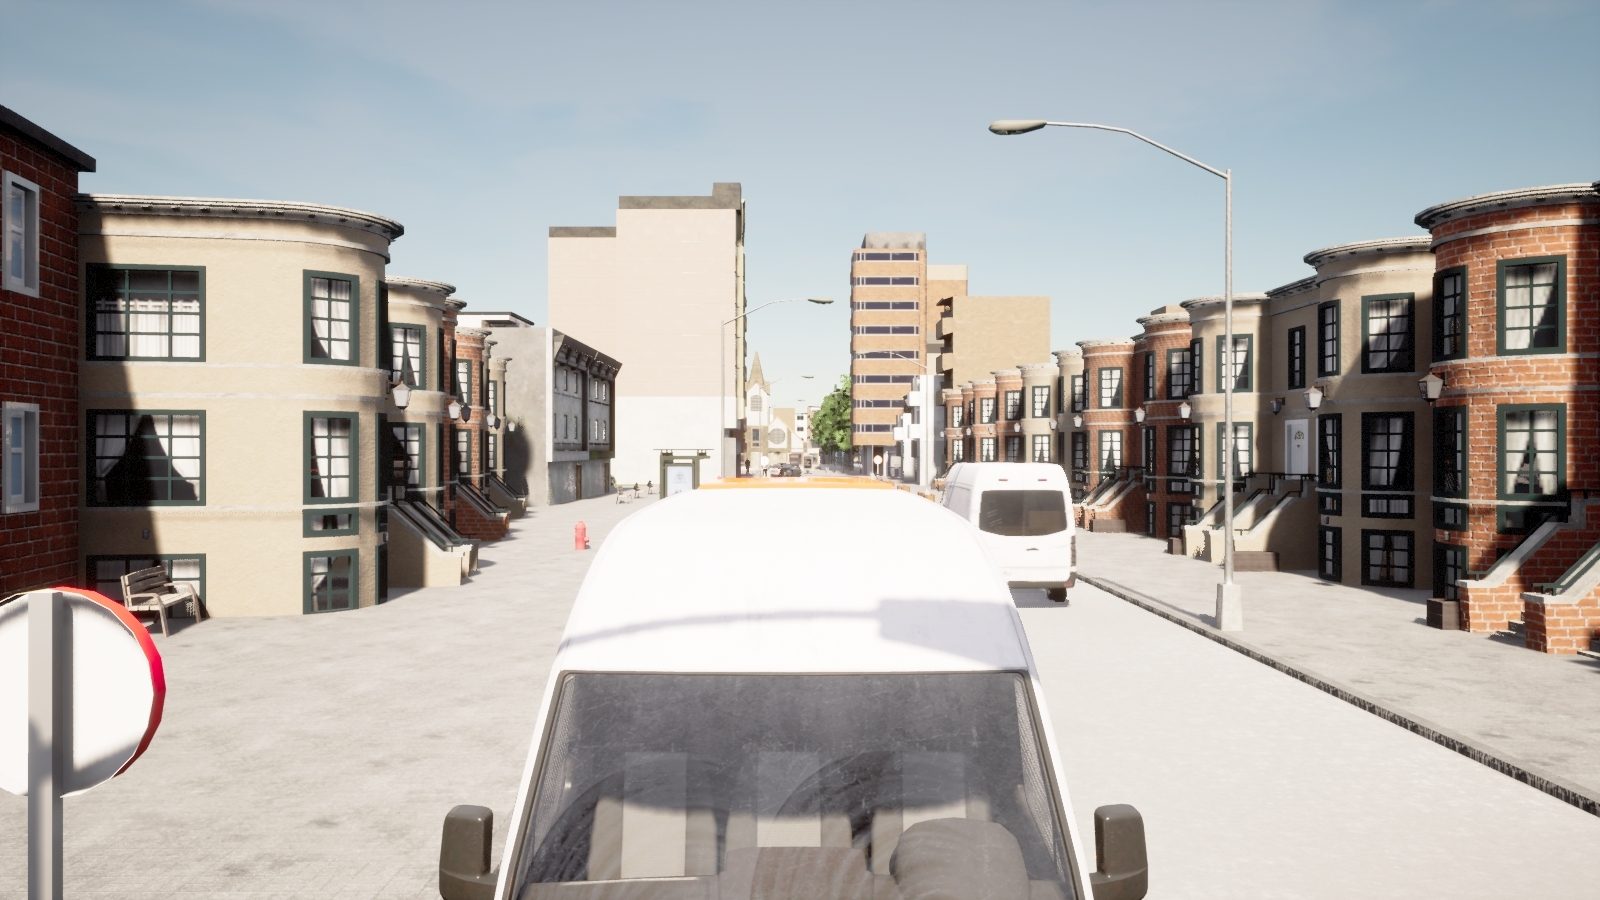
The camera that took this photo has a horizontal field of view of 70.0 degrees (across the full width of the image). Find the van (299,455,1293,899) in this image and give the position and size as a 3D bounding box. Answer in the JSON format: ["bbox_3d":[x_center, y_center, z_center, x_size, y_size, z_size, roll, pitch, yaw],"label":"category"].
[{"bbox_3d":[-0.019,1.314,5.243,1.988,2.561,5.915,0,0,0],"label":"van"}]

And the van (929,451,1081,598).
[{"bbox_3d":[3.928,1.315,22.990,1.988,2.561,5.915,0,0,0],"label":"van"}]
